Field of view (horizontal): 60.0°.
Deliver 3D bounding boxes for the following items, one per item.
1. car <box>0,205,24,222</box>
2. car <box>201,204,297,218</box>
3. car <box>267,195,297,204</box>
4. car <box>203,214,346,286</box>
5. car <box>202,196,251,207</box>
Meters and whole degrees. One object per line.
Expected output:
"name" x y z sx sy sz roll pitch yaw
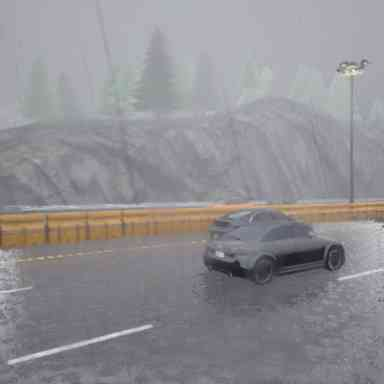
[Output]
"car" -14.873 1.453 23.394 5.357 1.411 2.033 0 0 -35
"car" 3.001 1.436 13.888 4.892 1.490 1.837 0 0 -32
"car" 11.882 1.142 43.892 4.181 1.385 1.994 0 0 -31
"car" 2.389 1.517 9.365 4.181 1.385 1.994 0 0 -32
"car" 2.718 1.226 26.291 4.553 1.767 2.097 0 0 -31
